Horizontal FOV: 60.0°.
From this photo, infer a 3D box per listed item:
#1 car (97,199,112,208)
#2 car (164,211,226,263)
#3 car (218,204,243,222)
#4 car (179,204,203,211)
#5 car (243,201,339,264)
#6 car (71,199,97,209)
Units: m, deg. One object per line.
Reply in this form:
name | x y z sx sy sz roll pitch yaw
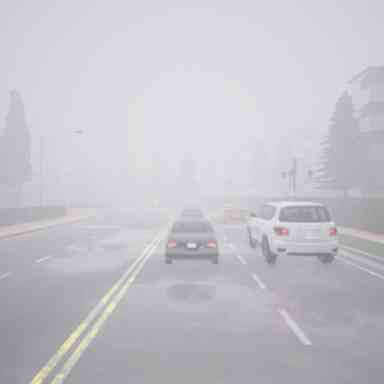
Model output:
car | -16.329 1.971 59.593 2.097 1.767 4.553 1 -1 -45
car | 0.010 1.679 12.519 2.033 1.411 5.357 0 -1 0
car | 3.417 1.783 29.231 1.882 1.535 5.008 0 0 -2
car | -0.047 1.790 28.488 2.128 1.511 4.902 0 0 -1
car | 3.511 1.357 12.575 2.150 2.045 5.566 0 0 0
car | -18.978 1.946 57.207 4.553 1.767 2.097 -1 -1 44
